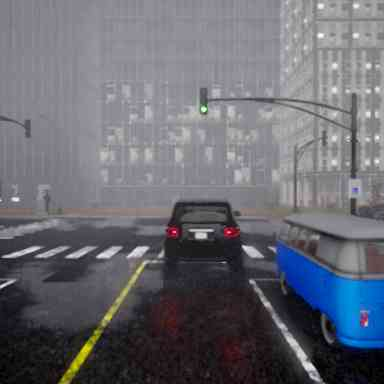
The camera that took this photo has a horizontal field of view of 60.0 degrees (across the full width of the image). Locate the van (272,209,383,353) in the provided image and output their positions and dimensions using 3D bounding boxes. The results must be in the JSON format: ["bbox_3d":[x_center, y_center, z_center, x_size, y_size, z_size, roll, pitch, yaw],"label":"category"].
[{"bbox_3d":[2.676,1.335,5.985,1.690,1.788,3.998,-1,0,0],"label":"van"}]

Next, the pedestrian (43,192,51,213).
[{"bbox_3d":[-12.395,0.864,28.414,0.375,1.860,0.375,0,1,0],"label":"pedestrian"}]

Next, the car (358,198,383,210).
[{"bbox_3d":[15.236,1.320,25.316,5.009,1.841,2.192,0,1,0],"label":"car"}]

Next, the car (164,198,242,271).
[{"bbox_3d":[0.467,1.222,11.104,2.150,2.045,5.566,0,0,5],"label":"car"}]

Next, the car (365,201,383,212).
[{"bbox_3d":[14.810,1.567,22.719,4.674,1.442,1.812,0,1,-1],"label":"car"}]
